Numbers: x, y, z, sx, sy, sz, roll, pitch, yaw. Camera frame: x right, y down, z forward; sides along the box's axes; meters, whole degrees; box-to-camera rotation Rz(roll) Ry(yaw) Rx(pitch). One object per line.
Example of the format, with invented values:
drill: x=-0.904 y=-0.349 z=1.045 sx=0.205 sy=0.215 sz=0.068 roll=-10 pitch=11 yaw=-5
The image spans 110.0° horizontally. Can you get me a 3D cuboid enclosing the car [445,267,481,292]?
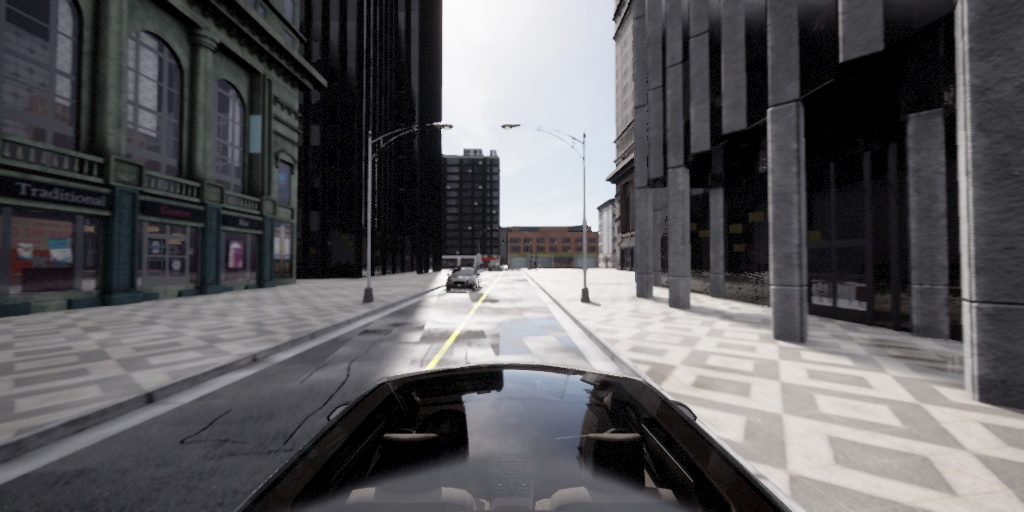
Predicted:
car: x=-3.104 y=1.475 z=23.450 sx=1.837 sy=1.490 sz=4.892 roll=0 pitch=-1 yaw=0

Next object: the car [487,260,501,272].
car: x=-3.045 y=1.724 z=63.013 sx=2.150 sy=2.045 sz=5.566 roll=0 pitch=-1 yaw=1
